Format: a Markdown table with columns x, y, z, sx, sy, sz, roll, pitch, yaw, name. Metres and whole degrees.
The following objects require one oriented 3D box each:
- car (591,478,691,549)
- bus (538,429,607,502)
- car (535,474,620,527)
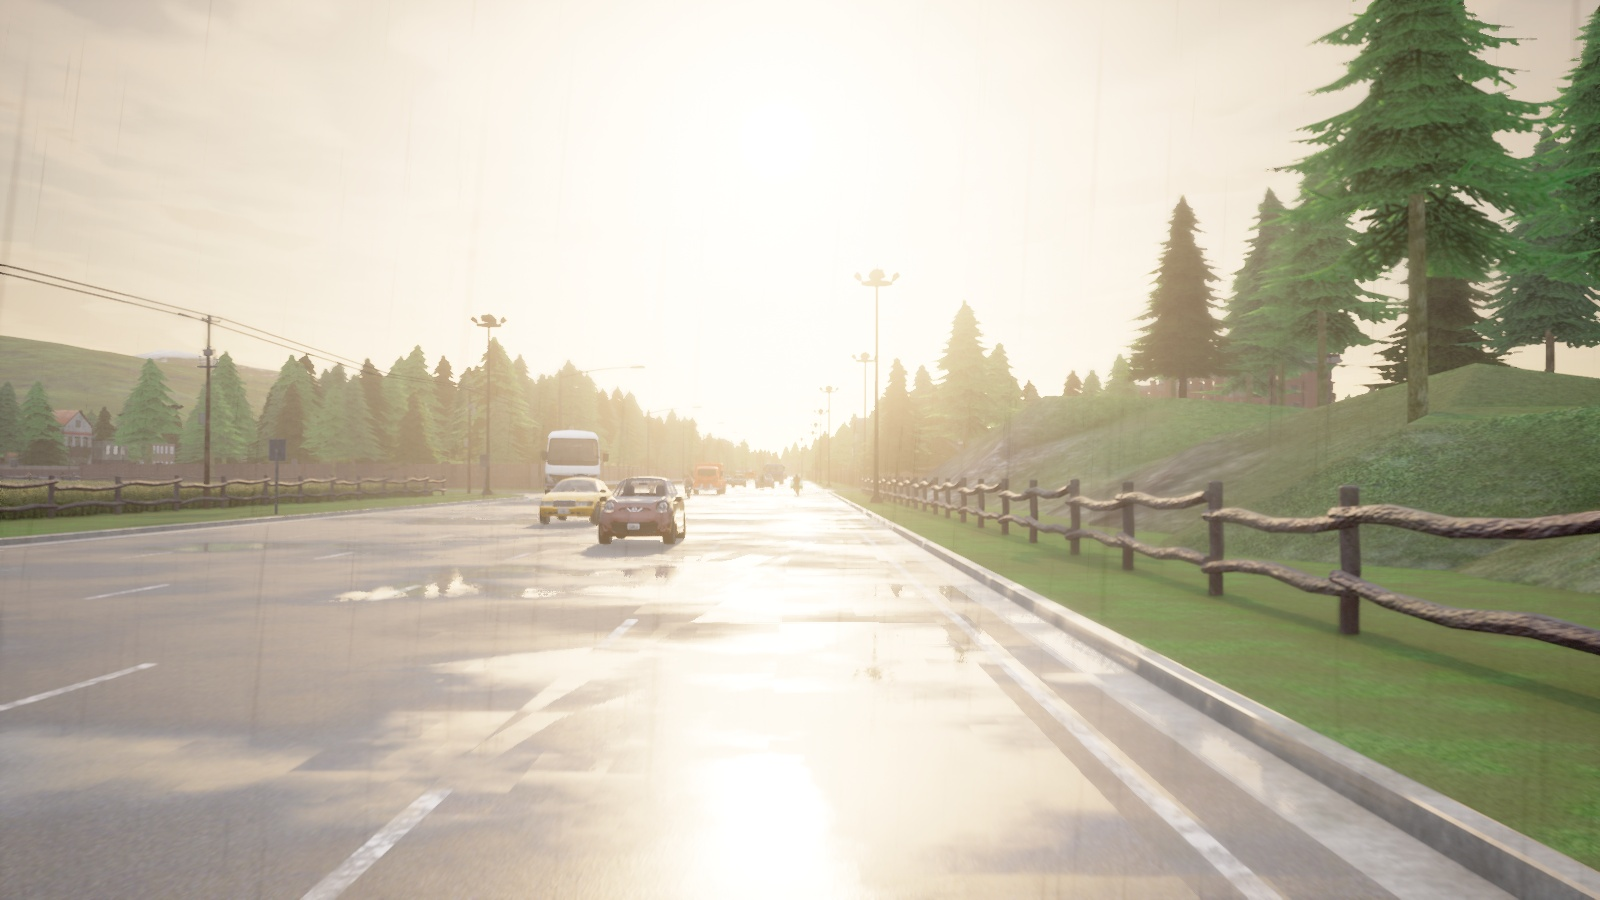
| x | y | z | sx | sy | sz | roll | pitch | yaw | name |
| --- | --- | --- | --- | --- | --- | --- | --- | --- | --- |
| -3.571 | 1.410 | 28.812 | 1.845 | 1.501 | 3.633 | 0 | -1 | 0 | car |
| -14.338 | 1.041 | 79.065 | 3.944 | 4.253 | 10.273 | 1 | -1 | -11 | bus |
| -7.099 | 1.576 | 40.563 | 1.801 | 1.575 | 5.366 | 0 | -1 | 0 | car |
